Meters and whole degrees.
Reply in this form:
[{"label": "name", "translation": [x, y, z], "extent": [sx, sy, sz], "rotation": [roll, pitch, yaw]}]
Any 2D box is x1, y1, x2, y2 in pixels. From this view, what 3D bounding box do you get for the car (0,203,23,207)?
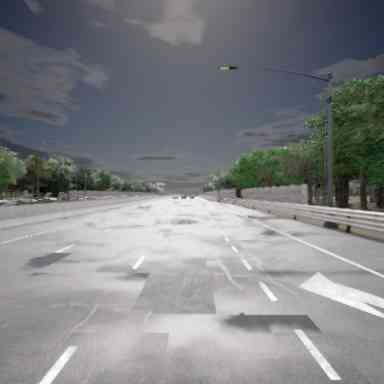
[{"label": "car", "translation": [-17.566, 1.777, 32.221], "extent": [1.994, 1.385, 4.181], "rotation": [0, 0, 0]}]
